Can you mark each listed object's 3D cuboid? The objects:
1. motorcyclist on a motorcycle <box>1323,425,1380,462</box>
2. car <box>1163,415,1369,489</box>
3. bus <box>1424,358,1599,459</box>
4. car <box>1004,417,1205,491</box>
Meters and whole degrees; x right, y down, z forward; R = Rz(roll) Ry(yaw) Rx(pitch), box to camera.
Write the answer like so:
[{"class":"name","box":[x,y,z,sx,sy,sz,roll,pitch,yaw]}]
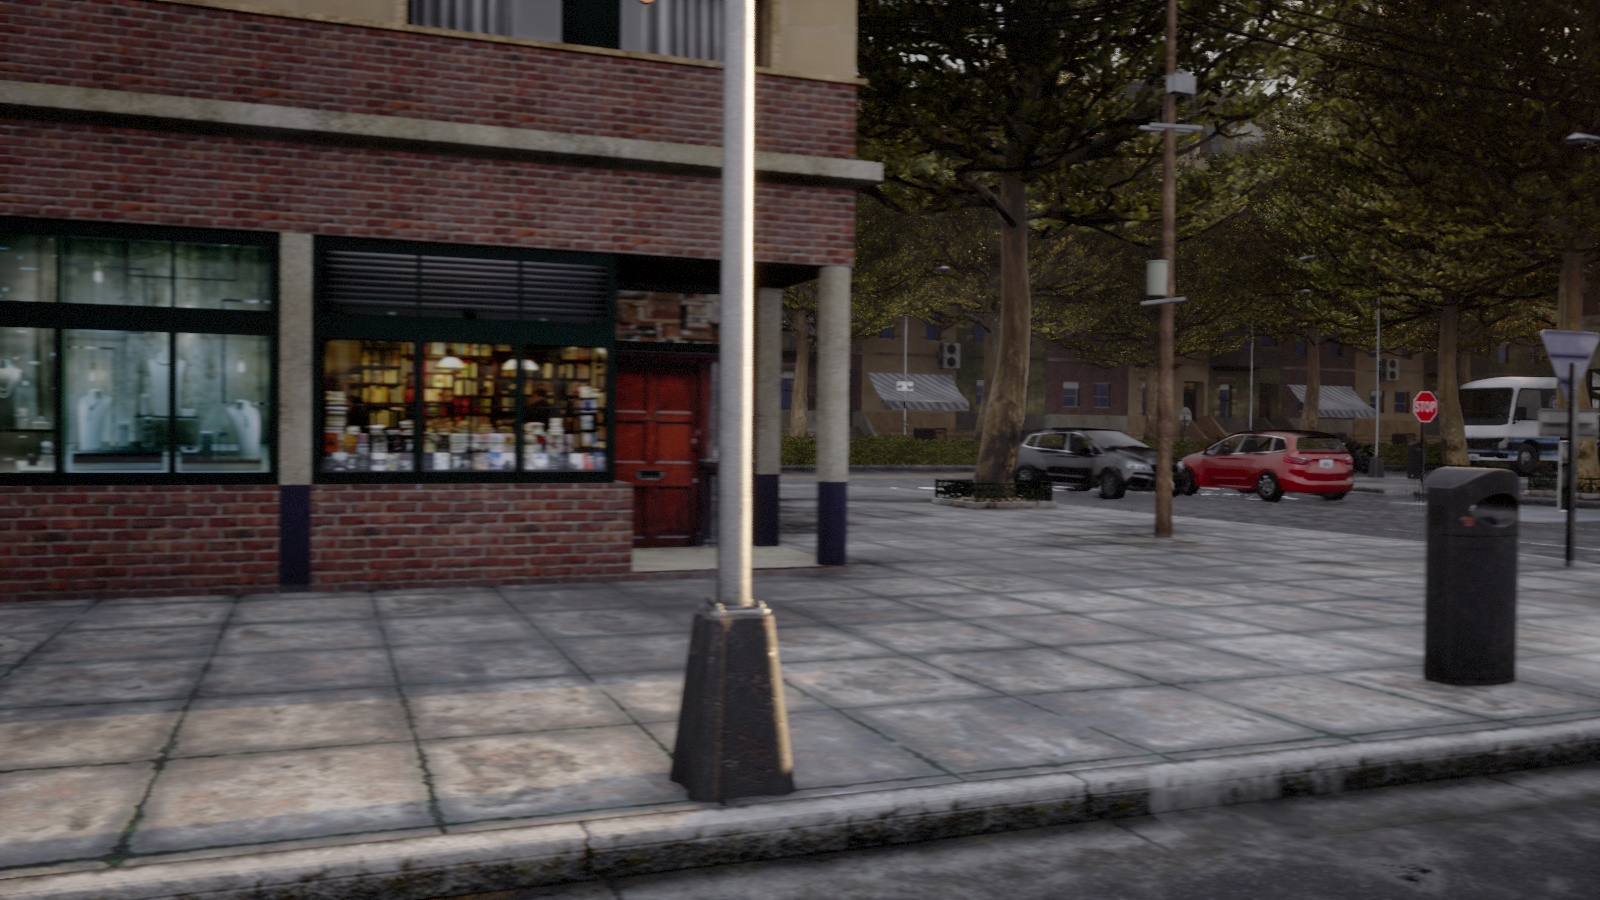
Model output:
[{"class":"motorcyclist on a motorcycle","box":[23.135,-0.274,52.701,2.191,1.530,0.866,-1,1,-21]},{"class":"car","box":[11.376,0.015,31.009,2.242,1.667,4.611,-1,1,-22]},{"class":"bus","box":[33.688,-1.865,56.708,10.273,4.253,3.944,-1,1,-21]},{"class":"car","box":[7.437,0.055,31.137,2.242,1.667,4.611,-1,1,-31]}]
